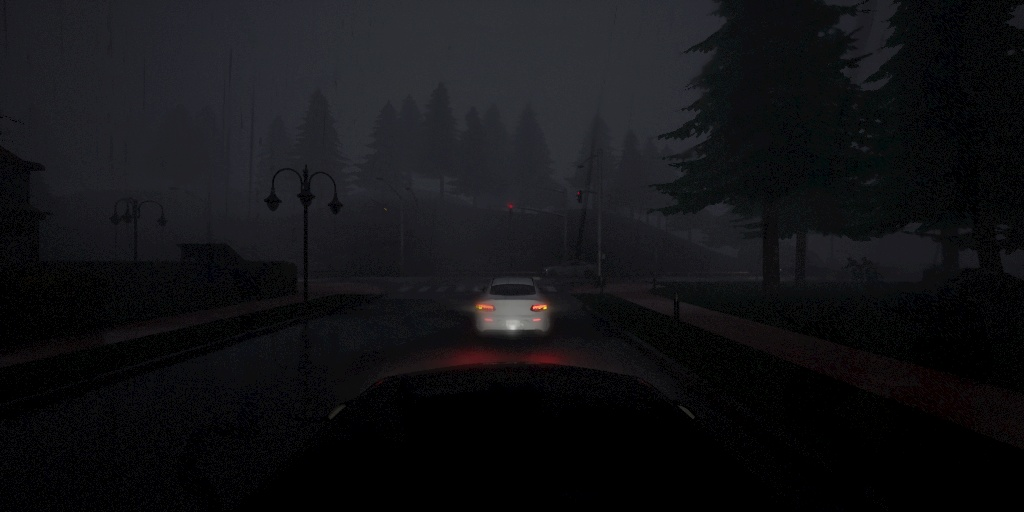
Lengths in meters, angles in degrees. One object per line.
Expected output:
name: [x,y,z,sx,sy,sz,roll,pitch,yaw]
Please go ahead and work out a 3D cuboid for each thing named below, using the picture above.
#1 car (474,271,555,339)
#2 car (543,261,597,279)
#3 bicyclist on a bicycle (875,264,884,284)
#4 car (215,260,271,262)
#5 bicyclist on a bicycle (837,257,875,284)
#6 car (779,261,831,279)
car: [0.021,1.276,9.964,1.812,1.442,4.674,0,0,0]
car: [4.860,1.113,29.836,4.674,1.442,1.812,0,0,0]
bicyclist on a bicycle: [21.777,0.892,21.987,0.582,1.620,1.656,0,0,-14]
car: [-20.214,1.093,25.962,4.892,1.490,1.837,0,0,0]
bicyclist on a bicycle: [21.130,0.891,22.247,0.582,1.620,1.656,0,0,-16]
car: [23.878,1.113,29.935,4.674,1.442,1.812,0,0,0]
